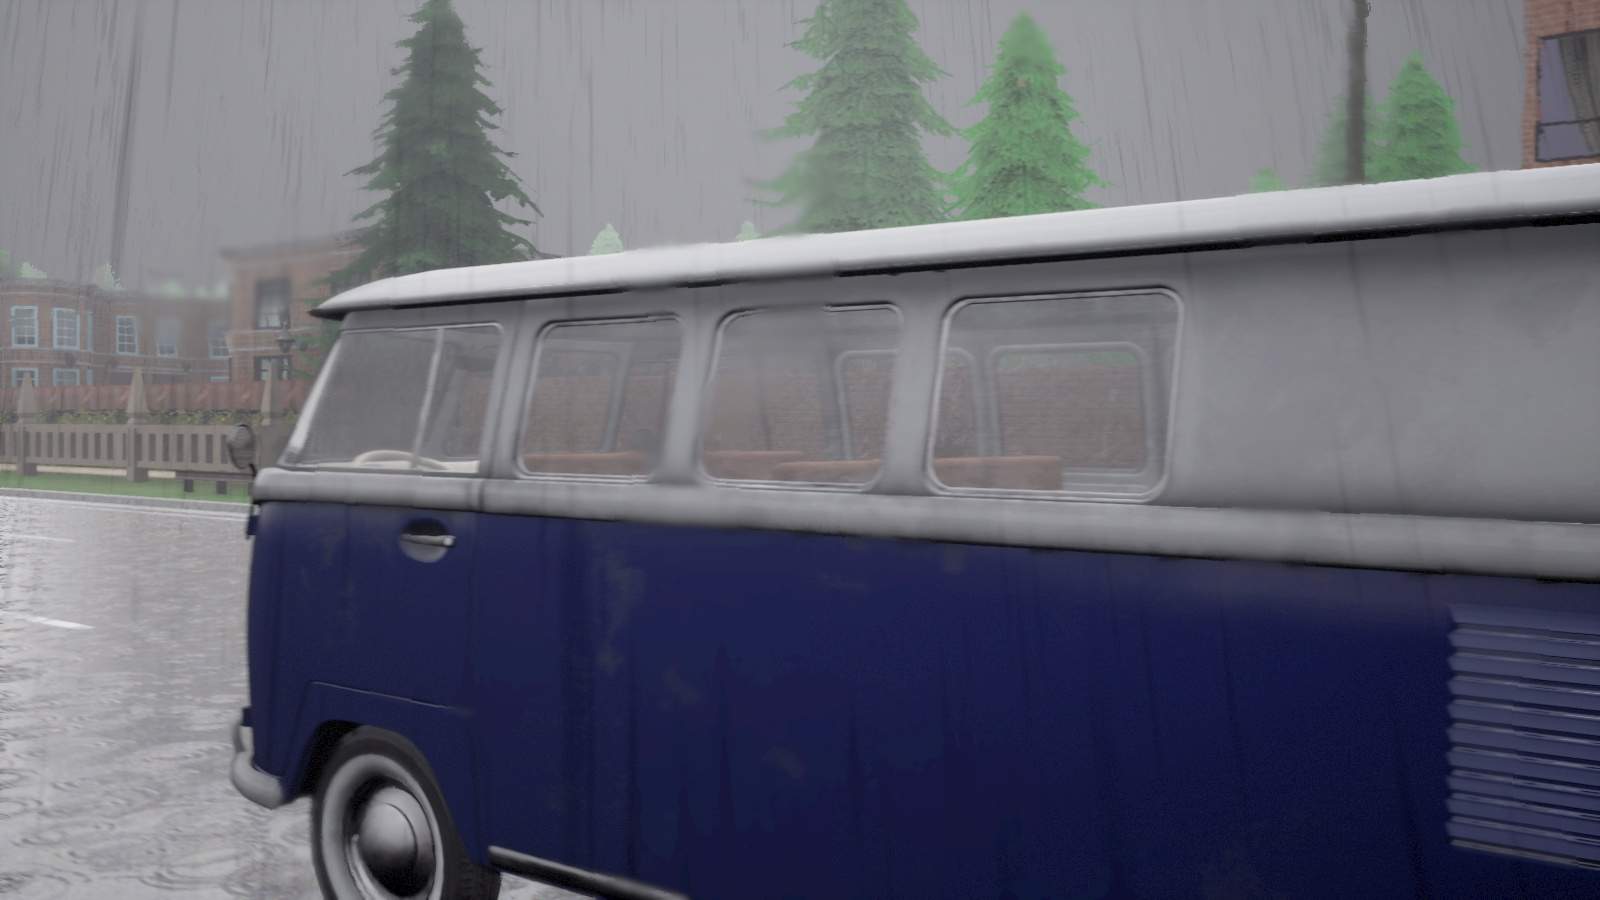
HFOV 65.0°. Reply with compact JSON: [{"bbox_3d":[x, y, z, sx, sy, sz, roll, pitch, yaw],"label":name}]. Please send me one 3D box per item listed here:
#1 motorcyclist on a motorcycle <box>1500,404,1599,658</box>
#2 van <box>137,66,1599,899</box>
[{"bbox_3d":[5.897,0.517,8.108,2.350,1.649,0.766,0,1,34],"label":"motorcyclist on a motorcycle"},{"bbox_3d":[0.288,0.435,3.427,4.442,1.987,1.775,0,1,34],"label":"van"}]
